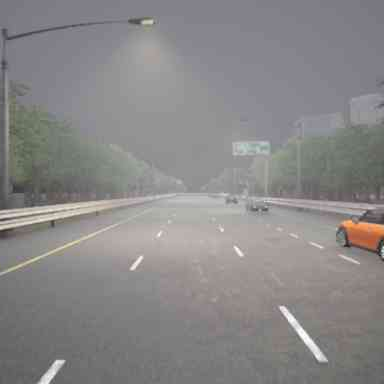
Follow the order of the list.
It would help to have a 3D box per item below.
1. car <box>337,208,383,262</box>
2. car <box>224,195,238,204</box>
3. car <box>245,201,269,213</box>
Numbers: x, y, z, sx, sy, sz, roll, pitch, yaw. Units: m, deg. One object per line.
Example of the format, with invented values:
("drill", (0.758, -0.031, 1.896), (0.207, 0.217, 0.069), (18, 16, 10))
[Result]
("car", (7.011, 1.354, 11.863), (2.097, 1.767, 4.553), (0, 0, 0))
("car", (7.211, 1.320, 61.866), (2.097, 1.767, 4.553), (0, 0, 0))
("car", (7.081, 1.596, 36.679), (1.895, 1.301, 4.718), (0, 0, 0))
